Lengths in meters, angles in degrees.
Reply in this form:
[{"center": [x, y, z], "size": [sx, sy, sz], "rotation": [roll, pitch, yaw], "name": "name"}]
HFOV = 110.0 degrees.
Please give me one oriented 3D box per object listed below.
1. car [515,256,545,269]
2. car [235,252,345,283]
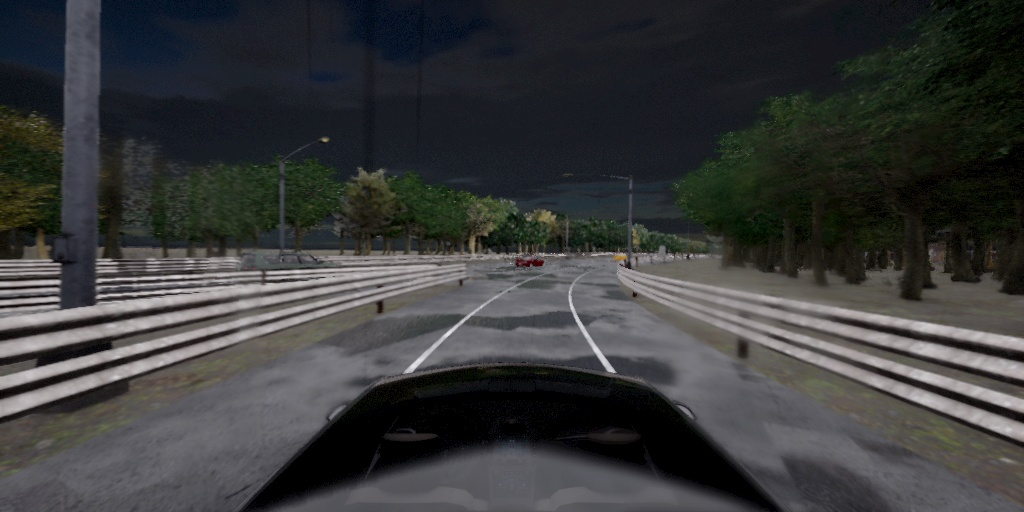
[{"center": [2.291, 0.708, 43.496], "size": [1.882, 1.535, 5.008], "rotation": [2, 2, 34], "name": "car"}, {"center": [-12.727, 0.785, 20.919], "size": [2.150, 2.045, 5.566], "rotation": [2, 1, 34], "name": "car"}]
